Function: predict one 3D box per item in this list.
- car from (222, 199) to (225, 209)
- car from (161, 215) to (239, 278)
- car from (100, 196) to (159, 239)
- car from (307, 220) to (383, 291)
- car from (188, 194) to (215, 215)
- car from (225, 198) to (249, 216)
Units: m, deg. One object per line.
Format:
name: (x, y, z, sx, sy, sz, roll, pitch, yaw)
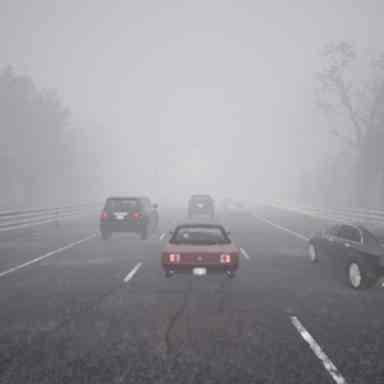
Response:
car: (5.128, 1.561, 45.976, 2.033, 1.411, 5.357, 0, 0, 4)
car: (0.234, 1.597, 10.118, 1.895, 1.301, 4.718, 0, 0, 1)
car: (-3.096, 1.206, 17.312, 2.150, 2.045, 5.566, 0, 0, 2)
car: (4.647, 1.514, 8.993, 1.837, 1.490, 4.892, 0, 0, 1)
car: (0.805, 1.216, 28.589, 2.150, 2.045, 5.566, 0, 0, 2)
car: (4.391, 1.532, 31.977, 1.812, 1.442, 4.674, 0, 0, 3)
